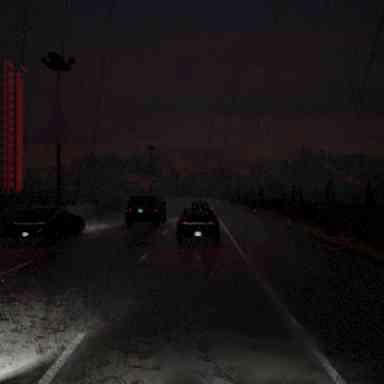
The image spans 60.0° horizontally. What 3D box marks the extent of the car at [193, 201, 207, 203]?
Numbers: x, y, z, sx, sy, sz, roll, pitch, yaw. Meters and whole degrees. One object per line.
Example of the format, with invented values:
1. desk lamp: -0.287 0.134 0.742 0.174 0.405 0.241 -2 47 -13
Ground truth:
1. car: 0.914 1.620 37.827 1.895 1.301 4.718 0 0 2

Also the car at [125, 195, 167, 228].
1. car: -3.021 1.233 22.689 2.150 2.045 5.566 0 0 2

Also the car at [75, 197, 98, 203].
1. car: -16.320 1.505 52.763 1.882 1.535 5.008 0 0 2

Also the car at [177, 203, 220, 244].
1. car: 0.305 1.500 15.958 2.128 1.511 4.902 0 0 1

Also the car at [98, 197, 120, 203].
1. car: -12.819 1.533 52.872 1.837 1.490 4.892 0 0 2

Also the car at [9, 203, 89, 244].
1. car: -6.697 1.500 15.923 2.128 1.511 4.902 0 0 1

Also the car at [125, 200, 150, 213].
1. car: -6.091 1.620 37.786 1.895 1.301 4.718 0 0 2

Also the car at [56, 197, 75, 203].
1. car: -19.822 1.532 52.666 1.837 1.490 4.892 0 0 2
